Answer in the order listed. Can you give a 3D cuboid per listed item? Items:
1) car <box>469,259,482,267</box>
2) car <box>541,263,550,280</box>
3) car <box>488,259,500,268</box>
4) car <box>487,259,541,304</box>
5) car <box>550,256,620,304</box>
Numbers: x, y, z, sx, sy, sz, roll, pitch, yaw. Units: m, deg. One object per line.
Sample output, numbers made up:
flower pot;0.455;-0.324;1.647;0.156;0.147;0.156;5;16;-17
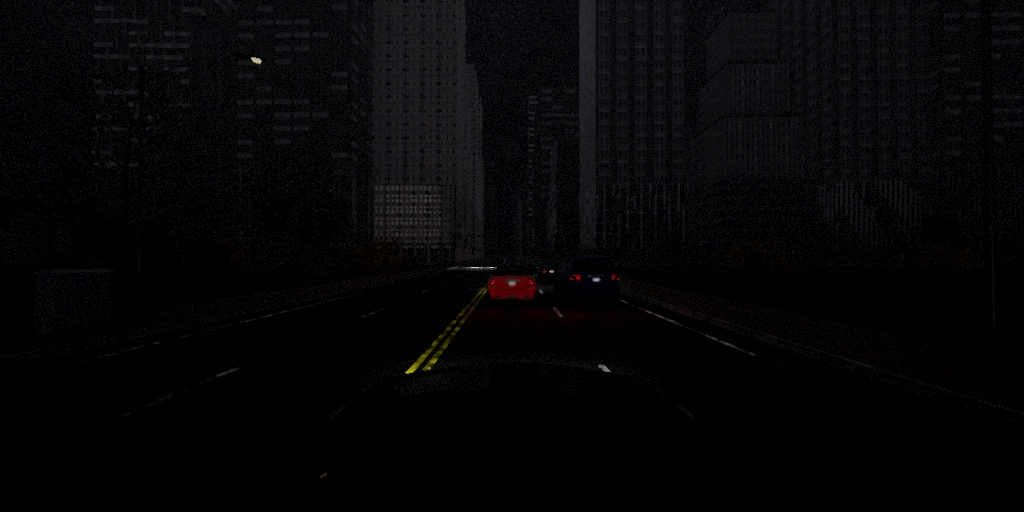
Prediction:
car;-6.477;1.309;64.505;1.994;1.385;4.181;0;0;0
car;3.261;1.307;31.477;2.033;1.411;5.357;0;0;0
car;-3.227;1.309;64.504;1.994;1.385;4.181;0;0;0
car;0.005;1.115;16.448;2.097;1.767;4.553;0;0;0
car;3.255;1.007;16.507;2.150;2.045;5.566;0;0;0
